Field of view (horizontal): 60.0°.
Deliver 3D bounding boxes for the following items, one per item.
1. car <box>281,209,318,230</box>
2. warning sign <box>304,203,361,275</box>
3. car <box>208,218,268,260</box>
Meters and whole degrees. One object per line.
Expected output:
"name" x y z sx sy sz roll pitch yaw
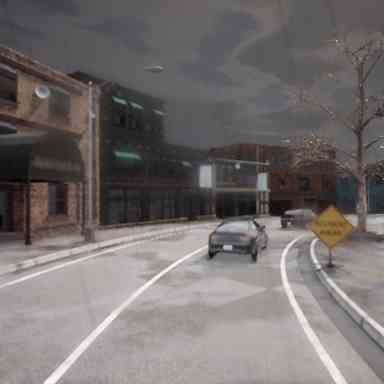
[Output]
"car" 8.577 2.068 26.111 1.837 1.490 4.892 0 -1 38
"warning sign" 4.013 1.298 9.626 1.300 1.860 1.060 1 0 13
"car" 1.945 1.773 13.525 1.812 1.442 4.674 0 -1 18
